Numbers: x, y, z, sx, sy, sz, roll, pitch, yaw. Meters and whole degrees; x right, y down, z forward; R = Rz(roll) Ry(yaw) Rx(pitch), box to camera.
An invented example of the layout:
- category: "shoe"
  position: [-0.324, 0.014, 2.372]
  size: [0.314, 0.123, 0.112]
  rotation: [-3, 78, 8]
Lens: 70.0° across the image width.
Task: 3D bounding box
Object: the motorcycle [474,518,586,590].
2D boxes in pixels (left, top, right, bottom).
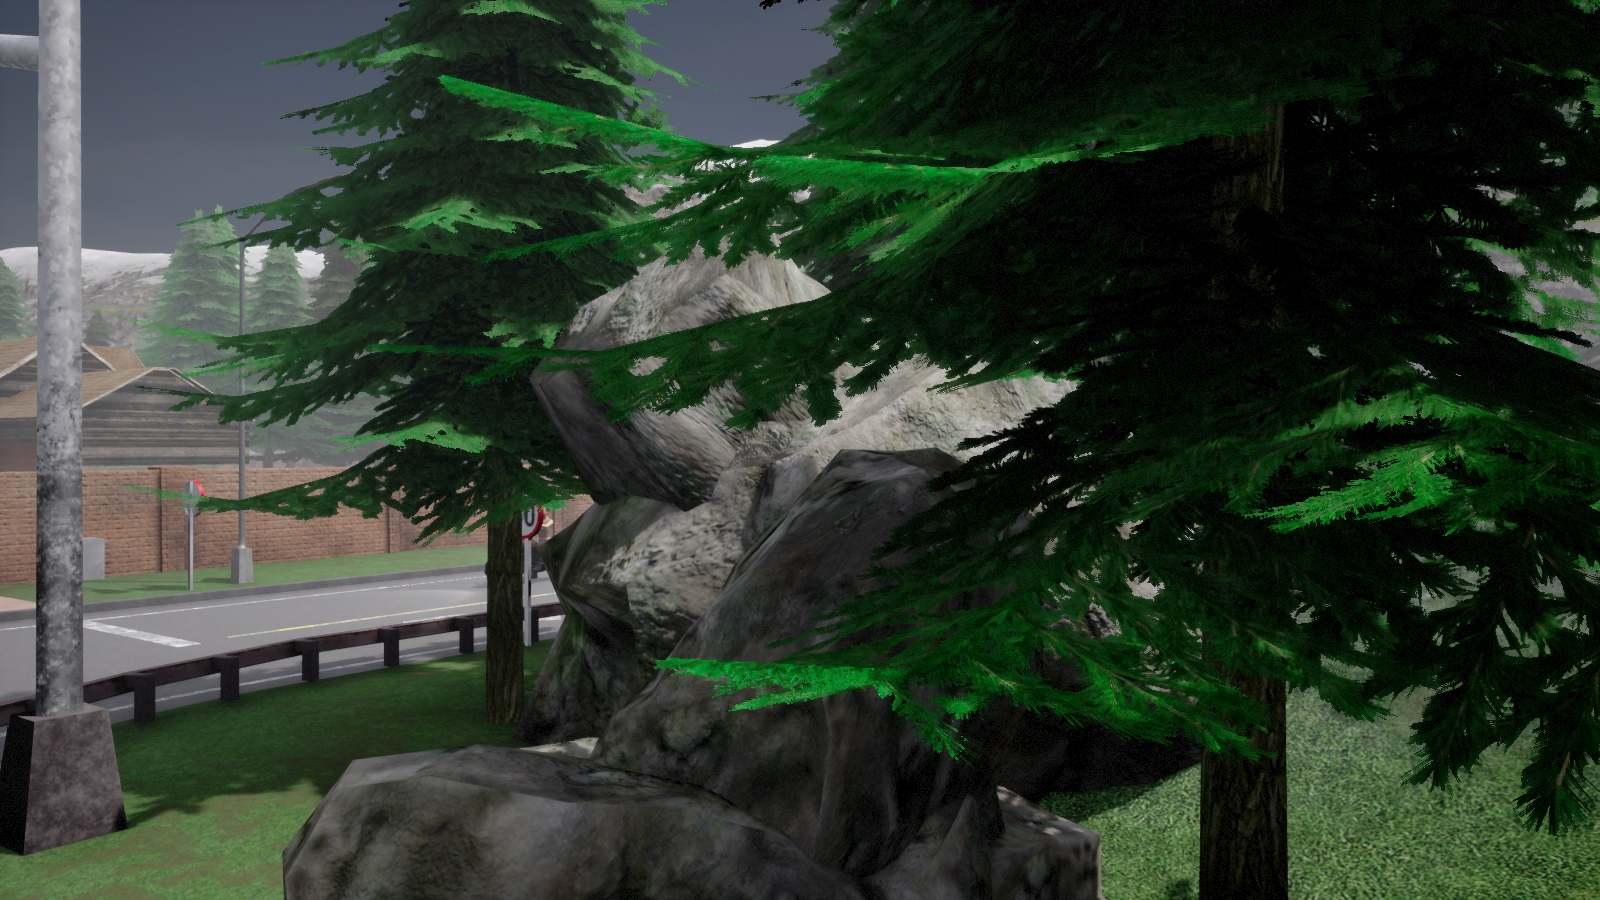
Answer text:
- category: "motorcycle"
  position: [-5.636, 2.150, 24.014]
  size: [0.764, 1.277, 2.356]
  rotation: [0, 0, 36]
